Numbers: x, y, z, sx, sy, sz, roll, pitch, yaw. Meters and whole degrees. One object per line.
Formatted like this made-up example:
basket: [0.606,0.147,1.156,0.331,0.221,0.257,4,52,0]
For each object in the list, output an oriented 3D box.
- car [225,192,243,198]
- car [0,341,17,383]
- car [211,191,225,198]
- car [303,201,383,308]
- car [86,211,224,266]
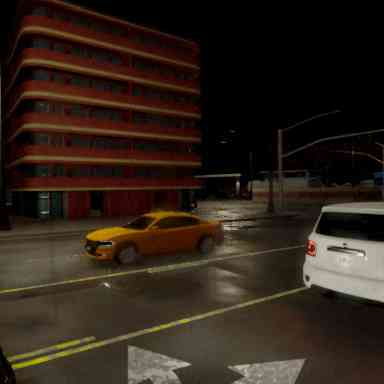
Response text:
car: [11.306,0.800,85.081,3.806,1.475,1.970,-1,1,-35]
car: [-3.700,1.223,1.111,5.566,2.045,2.150,0,0,-35]
car: [7.337,0.654,89.305,4.611,1.667,2.242,-1,1,-35]
car: [4.742,1.215,7.115,5.566,2.045,2.150,0,0,-35]
car: [-1.160,1.474,11.742,5.008,1.535,1.882,0,0,-35]
